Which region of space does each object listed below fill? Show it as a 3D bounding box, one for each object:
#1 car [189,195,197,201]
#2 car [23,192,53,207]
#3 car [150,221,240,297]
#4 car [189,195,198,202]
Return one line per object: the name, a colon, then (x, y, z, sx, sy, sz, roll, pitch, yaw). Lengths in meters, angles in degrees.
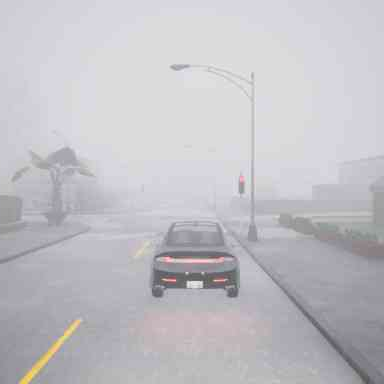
car: (0.331, 1.541, 84.715, 1.994, 1.385, 4.181, 0, 0, 0)
car: (-19.593, 0.986, 43.003, 1.905, 1.878, 3.866, 0, 0, 35)
car: (0.084, 1.492, 8.544, 2.128, 1.511, 4.902, 0, 0, 1)
car: (0.290, 1.465, 74.479, 1.882, 1.535, 5.008, 0, 0, 0)
